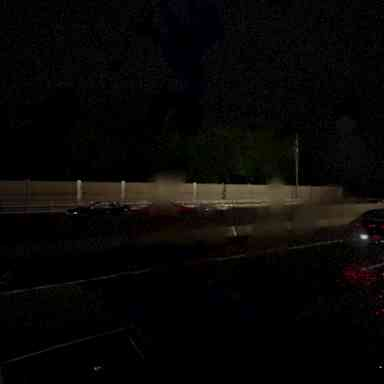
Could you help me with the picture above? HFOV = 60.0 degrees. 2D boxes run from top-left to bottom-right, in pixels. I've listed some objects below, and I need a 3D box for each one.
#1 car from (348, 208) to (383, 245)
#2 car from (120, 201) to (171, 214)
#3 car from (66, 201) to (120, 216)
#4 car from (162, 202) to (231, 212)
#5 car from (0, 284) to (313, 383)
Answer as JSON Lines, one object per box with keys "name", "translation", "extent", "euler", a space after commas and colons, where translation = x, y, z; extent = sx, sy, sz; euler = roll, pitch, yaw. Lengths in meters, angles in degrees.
{"name": "car", "translation": [8.563, 1.465, 14.151], "extent": [4.892, 1.490, 1.837], "euler": [0, 0, -35]}
{"name": "car", "translation": [-2.261, 1.441, 23.871], "extent": [5.008, 1.535, 1.882], "euler": [0, 0, -35]}
{"name": "car", "translation": [-6.863, 1.461, 24.889], "extent": [4.902, 1.511, 2.128], "euler": [0, 0, -35]}
{"name": "car", "translation": [1.033, 1.509, 21.922], "extent": [5.357, 1.411, 2.033], "euler": [0, 0, -35]}
{"name": "car", "translation": [-1.020, 1.597, 3.018], "extent": [4.718, 1.301, 1.895], "euler": [0, 0, -35]}
